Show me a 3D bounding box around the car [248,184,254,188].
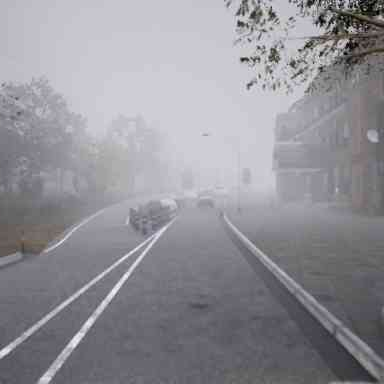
[{"bbox_3d":[14.718,-1.908,93.744,2.435,2.045,5.566,-3,2,28],"label":"car"}]

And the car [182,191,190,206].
[{"bbox_3d":[-2.077,1.057,40.634,2.097,1.535,5.008,1,3,9],"label":"car"}]

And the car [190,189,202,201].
[{"bbox_3d":[-0.342,0.613,51.015,2.002,1.452,4.674,-1,3,12],"label":"car"}]

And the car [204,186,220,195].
[{"bbox_3d":[4.201,-0.339,68.677,2.097,1.535,5.008,0,3,18],"label":"car"}]

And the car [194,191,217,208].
[{"bbox_3d":[1.755,1.080,40.656,1.812,1.442,4.674,0,3,7],"label":"car"}]

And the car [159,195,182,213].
[{"bbox_3d":[-2.590,1.406,34.521,2.002,1.452,4.674,-2,2,4],"label":"car"}]

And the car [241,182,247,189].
[{"bbox_3d":[12.189,-1.385,88.740,2.231,1.521,4.892,-3,2,26],"label":"car"}]

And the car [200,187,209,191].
[{"bbox_3d":[0.985,0.273,57.097,2.097,1.535,5.008,0,3,14],"label":"car"}]

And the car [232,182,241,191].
[{"bbox_3d":[9.838,-1.114,83.674,2.231,1.521,4.892,-3,2,25],"label":"car"}]

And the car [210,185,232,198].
[{"bbox_3d":[5.248,-0.148,58.870,2.150,2.045,5.566,0,3,14],"label":"car"}]
